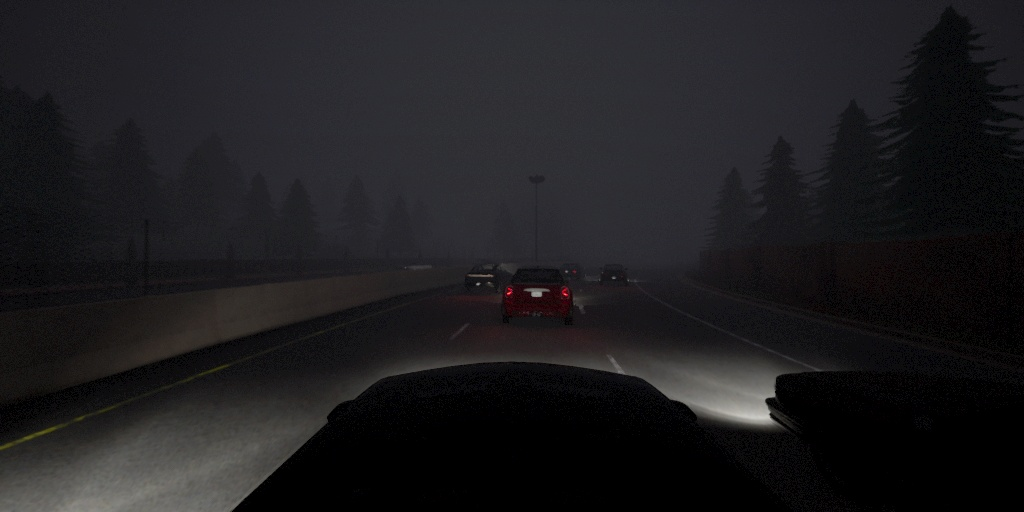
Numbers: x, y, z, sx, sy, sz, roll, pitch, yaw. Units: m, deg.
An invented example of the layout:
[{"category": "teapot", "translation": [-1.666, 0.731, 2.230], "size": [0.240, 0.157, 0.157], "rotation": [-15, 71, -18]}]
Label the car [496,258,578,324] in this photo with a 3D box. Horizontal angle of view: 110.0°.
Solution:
[{"category": "car", "translation": [0.947, 1.089, 12.165], "size": [2.097, 1.767, 4.553], "rotation": [0, 0, 7]}]

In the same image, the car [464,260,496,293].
[{"category": "car", "translation": [-1.223, 1.205, 20.433], "size": [2.128, 1.511, 4.902], "rotation": [0, 0, 11]}]

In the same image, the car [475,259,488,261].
[{"category": "car", "translation": [-3.852, 1.151, 45.887], "size": [2.128, 1.511, 4.902], "rotation": [0, 0, 26]}]

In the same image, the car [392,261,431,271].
[{"category": "car", "translation": [-10.727, 1.241, 38.575], "size": [1.895, 1.301, 4.718], "rotation": [0, 0, 20]}]

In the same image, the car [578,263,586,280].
[{"category": "car", "translation": [5.121, 1.273, 30.557], "size": [2.033, 1.411, 5.357], "rotation": [0, 0, 19]}]

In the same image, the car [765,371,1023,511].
[{"category": "car", "translation": [3.621, 1.315, 1.345], "size": [2.033, 1.411, 5.357], "rotation": [0, 0, 0]}]

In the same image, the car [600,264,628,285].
[{"category": "car", "translation": [7.371, 1.269, 25.959], "size": [1.812, 1.442, 4.674], "rotation": [0, 0, 16]}]
